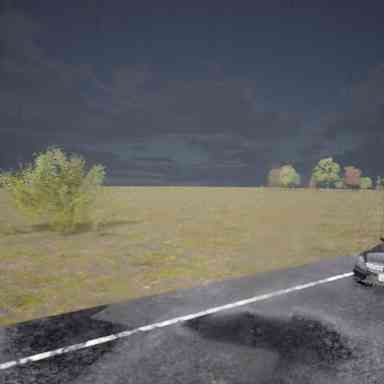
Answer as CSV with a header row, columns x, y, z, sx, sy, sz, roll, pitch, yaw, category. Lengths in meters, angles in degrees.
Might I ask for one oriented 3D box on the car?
x,y,z,sx,sy,sz,roll,pitch,yaw,category
5.875,1.527,8.134,4.674,1.442,1.812,0,0,-35,car
